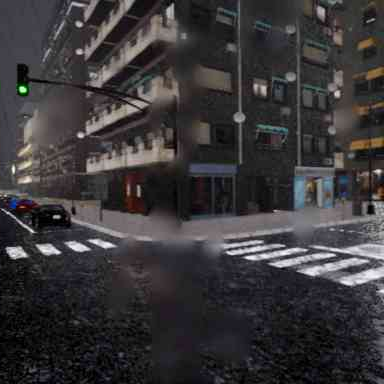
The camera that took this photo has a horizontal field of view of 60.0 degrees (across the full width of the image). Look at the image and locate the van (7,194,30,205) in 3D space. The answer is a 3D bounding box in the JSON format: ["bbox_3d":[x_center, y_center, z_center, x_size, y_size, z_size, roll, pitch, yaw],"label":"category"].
[{"bbox_3d":[-17.462,1.058,33.827,1.690,1.788,3.998,-1,1,-33],"label":"van"}]

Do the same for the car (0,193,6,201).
[{"bbox_3d":[-38.453,1.016,66.535,1.887,1.381,4.507,-1,1,-33],"label":"car"}]

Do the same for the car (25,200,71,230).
[{"bbox_3d":[-8.463,1.384,19.813,1.947,1.339,4.313,-1,1,-33],"label":"car"}]

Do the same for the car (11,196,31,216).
[{"bbox_3d":[-14.461,1.333,29.157,1.802,1.307,4.206,-1,1,-33],"label":"car"}]

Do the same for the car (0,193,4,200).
[{"bbox_3d":[-41.453,0.979,71.207,1.887,1.381,4.507,-1,1,-33],"label":"car"}]

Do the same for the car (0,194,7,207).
[{"bbox_3d":[-23.459,1.088,43.172,1.967,1.590,4.097,-1,1,-33],"label":"car"}]
